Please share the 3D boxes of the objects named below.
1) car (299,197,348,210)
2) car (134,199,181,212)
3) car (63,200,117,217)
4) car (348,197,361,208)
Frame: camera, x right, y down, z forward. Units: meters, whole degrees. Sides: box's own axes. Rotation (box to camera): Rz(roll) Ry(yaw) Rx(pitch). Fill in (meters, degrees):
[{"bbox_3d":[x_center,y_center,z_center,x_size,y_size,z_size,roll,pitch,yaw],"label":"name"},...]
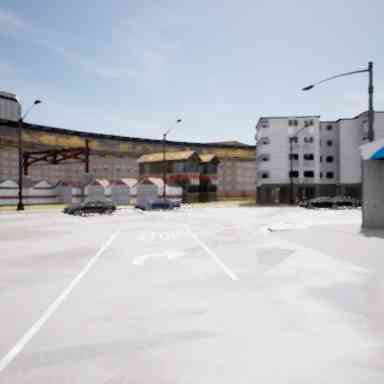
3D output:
[{"bbox_3d":[15.276,1.370,39.580,4.902,1.511,2.128,0,0,-1],"label":"car"},{"bbox_3d":[-3.965,1.499,38.751,5.357,1.411,2.033,0,0,-27],"label":"car"},{"bbox_3d":[-9.515,1.491,31.138,4.892,1.490,1.837,0,-2,-37],"label":"car"},{"bbox_3d":[19.260,1.349,43.043,4.902,1.511,2.128,0,0,3],"label":"car"}]
